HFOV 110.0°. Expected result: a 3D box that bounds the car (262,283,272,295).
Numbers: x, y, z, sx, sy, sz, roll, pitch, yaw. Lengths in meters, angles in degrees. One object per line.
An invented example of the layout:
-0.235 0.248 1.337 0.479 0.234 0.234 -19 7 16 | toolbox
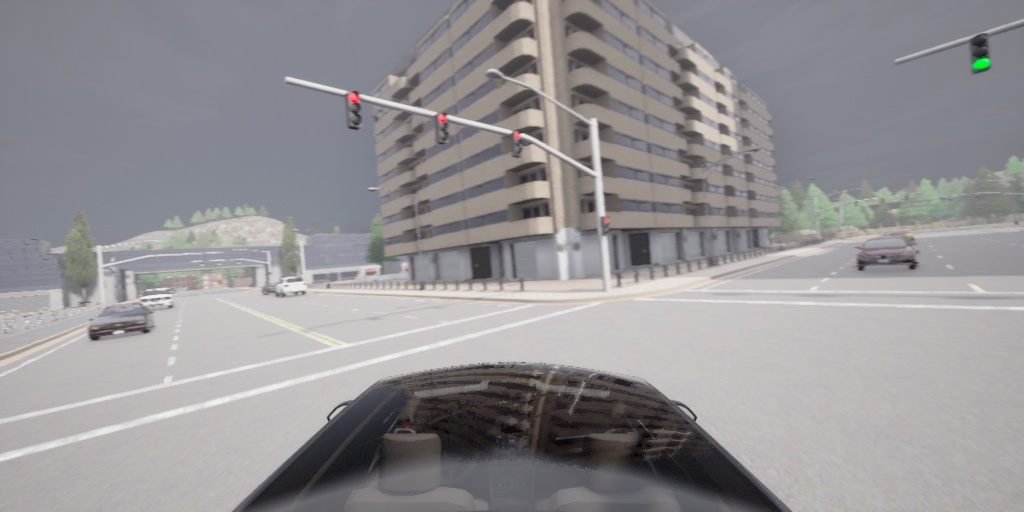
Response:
-31.625 4.309 47.354 2.128 1.511 4.902 -5 0 -42 | car

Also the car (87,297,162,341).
-18.633 3.038 17.299 2.033 1.411 5.357 -5 -1 -42 | car

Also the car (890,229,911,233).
26.960 -0.892 25.332 5.357 1.411 2.033 -5 -1 -42 | car

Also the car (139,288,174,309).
-34.979 4.249 35.401 2.150 2.045 5.566 -5 -1 -42 | car

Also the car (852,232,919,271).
17.778 -0.180 17.045 4.674 1.442 1.812 -5 -1 -41 | car

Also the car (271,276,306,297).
-24.226 3.344 39.236 2.150 2.045 5.566 -5 -1 -42 | car
